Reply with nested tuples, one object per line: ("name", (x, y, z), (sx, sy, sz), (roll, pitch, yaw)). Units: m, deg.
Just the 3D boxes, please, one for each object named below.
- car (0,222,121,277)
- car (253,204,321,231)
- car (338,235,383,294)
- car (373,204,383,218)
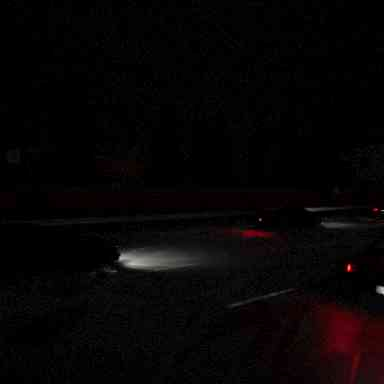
("car", (-4.716, 1.547, 8.982), (5.357, 1.411, 2.033), (0, 0, -36))
("car", (6.042, 1.478, 20.863), (5.008, 1.535, 1.882), (0, 0, -34))
("car", (5.486, 1.601, 7.662), (4.718, 1.301, 1.895), (0, 0, -36))
("car", (17.791, 1.548, 28.620), (5.357, 1.411, 2.033), (0, 0, -32))
